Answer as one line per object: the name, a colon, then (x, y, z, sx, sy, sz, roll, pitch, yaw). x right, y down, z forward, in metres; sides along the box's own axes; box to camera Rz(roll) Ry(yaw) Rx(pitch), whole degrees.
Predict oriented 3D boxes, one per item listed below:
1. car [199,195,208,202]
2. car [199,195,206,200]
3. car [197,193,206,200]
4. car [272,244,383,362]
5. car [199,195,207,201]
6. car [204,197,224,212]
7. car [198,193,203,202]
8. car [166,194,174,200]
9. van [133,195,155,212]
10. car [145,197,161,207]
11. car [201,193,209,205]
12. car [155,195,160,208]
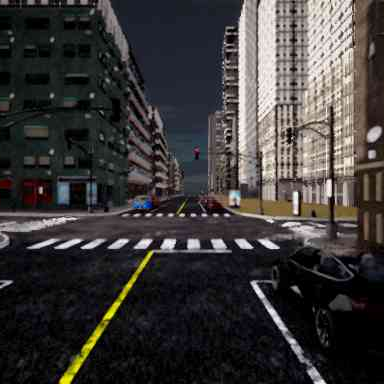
car: (2.687, 1.486, 76.993, 2.008, 1.369, 4.403, 0, 0, 0)
car: (2.685, 1.515, 88.048, 1.802, 1.307, 4.206, 0, 0, 0)
car: (2.686, 1.247, 93.576, 2.192, 1.841, 5.009, 0, 0, 0)
car: (2.696, 1.558, 5.894, 1.947, 1.339, 4.313, 0, 0, 0)
car: (2.686, 1.479, 82.521, 1.887, 1.381, 4.507, 0, 0, 0)
car: (2.692, 1.540, 38.299, 1.802, 1.307, 4.206, 0, 0, 0)
car: (2.689, 1.379, 65.938, 1.967, 1.590, 4.097, 0, 0, 0)
car: (-5.695, 1.373, 88.048, 1.967, 1.590, 4.097, 0, 0, 0)
van: (-5.687, 1.299, 38.299, 1.690, 1.788, 3.998, 0, 0, 0)
car: (-5.690, 1.494, 49.355, 1.887, 1.381, 4.507, 0, 0, 0)
car: (2.691, 1.389, 49.355, 1.967, 1.590, 4.097, 0, 0, 0)
car: (-5.688, 1.269, 43.827, 2.192, 1.841, 5.009, 0, 0, 0)
